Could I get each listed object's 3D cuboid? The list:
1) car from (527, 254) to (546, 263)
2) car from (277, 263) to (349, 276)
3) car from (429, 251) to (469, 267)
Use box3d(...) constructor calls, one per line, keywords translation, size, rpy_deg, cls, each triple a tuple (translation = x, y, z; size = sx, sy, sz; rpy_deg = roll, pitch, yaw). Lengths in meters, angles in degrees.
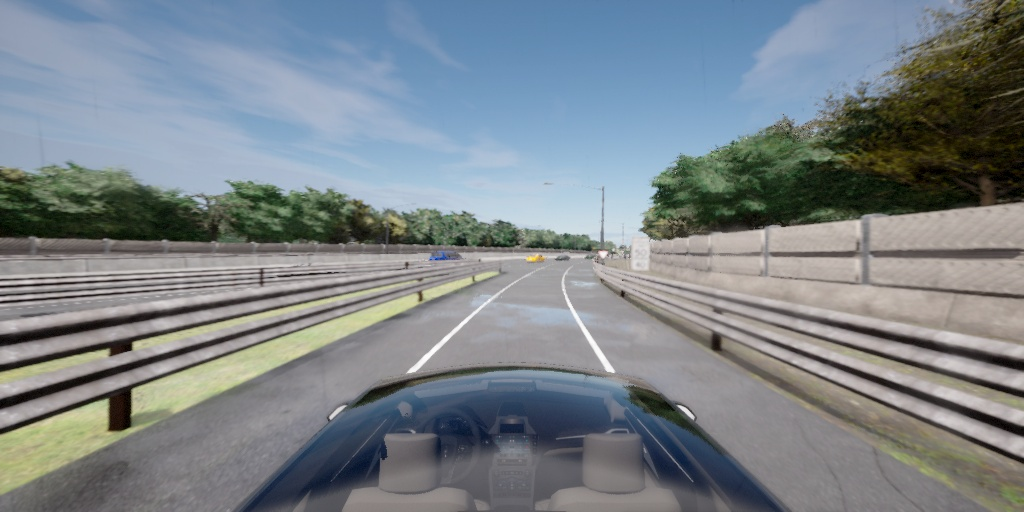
box3d(translation=(4.224, 0.388, 61.885), size=(1.882, 1.535, 5.008), rpy_deg=(1, 1, 28), cls="car")
box3d(translation=(-14.527, 1.137, 26.509), size=(1.895, 1.301, 4.718), rpy_deg=(1, 2, 28), cls="car")
box3d(translation=(-7.056, 0.509, 40.582), size=(2.150, 2.045, 5.566), rpy_deg=(1, 1, 28), cls="car")
